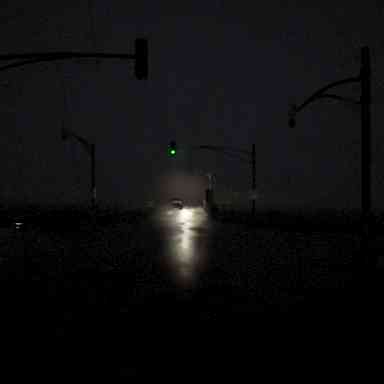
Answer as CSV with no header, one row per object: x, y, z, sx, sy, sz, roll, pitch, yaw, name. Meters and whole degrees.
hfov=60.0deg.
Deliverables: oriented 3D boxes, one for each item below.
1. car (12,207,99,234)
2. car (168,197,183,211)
-8.130,1.671,20.200,4.892,1.490,1.837,2,4,-35,car
-2.625,1.905,53.617,2.150,2.045,5.566,0,0,0,car
